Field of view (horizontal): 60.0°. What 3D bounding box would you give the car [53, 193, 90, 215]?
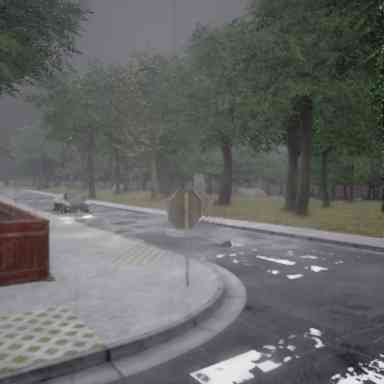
[{"bbox_3d":[-10.349,0.879,28.438,2.097,1.767,4.553,-1,2,-35],"label":"car"}]
